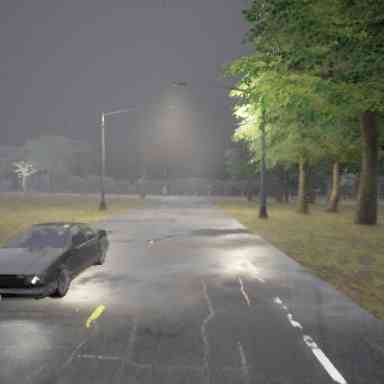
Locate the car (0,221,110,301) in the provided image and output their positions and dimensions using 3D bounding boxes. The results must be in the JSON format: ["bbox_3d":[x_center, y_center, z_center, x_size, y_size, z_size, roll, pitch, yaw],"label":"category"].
[{"bbox_3d":[-3.598,1.514,8.704,2.033,1.411,5.357,0,0,0],"label":"car"}]
